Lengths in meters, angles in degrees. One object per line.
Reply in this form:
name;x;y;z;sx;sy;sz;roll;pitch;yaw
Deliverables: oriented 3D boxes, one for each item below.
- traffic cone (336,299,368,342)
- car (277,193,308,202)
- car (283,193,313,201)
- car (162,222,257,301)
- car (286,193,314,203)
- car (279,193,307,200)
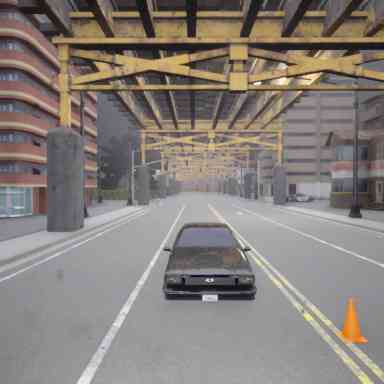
traffic cone;2.454;1.949;5.118;0.340;0.580;0.340;0;0;0
car;17.817;0.958;58.994;4.974;1.542;2.038;0;1;25
car;17.517;0.848;54.853;4.536;1.218;1.853;0;1;-20
car;0.362;1.533;8.725;2.033;1.411;5.357;0;0;1
car;17.469;1.006;54.837;4.974;1.542;2.038;0;1;-20
car;17.864;0.801;58.971;4.536;1.218;1.853;0;1;25
